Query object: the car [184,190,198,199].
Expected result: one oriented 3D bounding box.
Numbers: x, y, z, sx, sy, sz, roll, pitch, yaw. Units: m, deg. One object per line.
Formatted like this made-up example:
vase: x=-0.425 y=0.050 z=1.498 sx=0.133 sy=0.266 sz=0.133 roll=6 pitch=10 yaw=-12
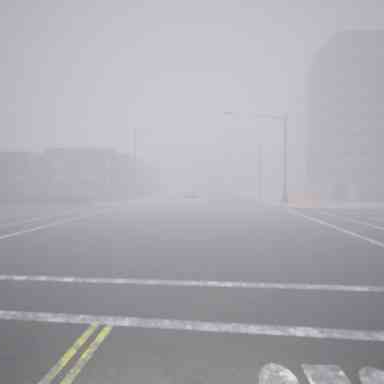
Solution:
car: x=-0.129 y=0.418 z=51.109 sx=1.994 sy=1.385 sz=4.181 roll=0 pitch=2 yaw=4
